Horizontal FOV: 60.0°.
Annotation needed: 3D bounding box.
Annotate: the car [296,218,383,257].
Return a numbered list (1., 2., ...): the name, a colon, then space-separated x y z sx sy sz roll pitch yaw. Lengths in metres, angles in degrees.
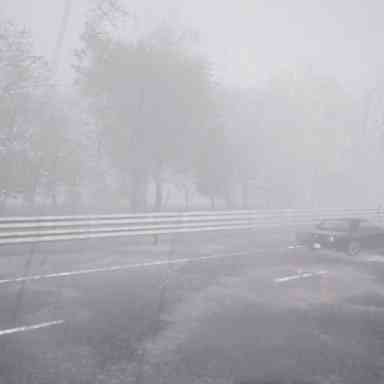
1. car: 6.493 1.710 13.400 4.718 1.301 1.895 1 0 -32
